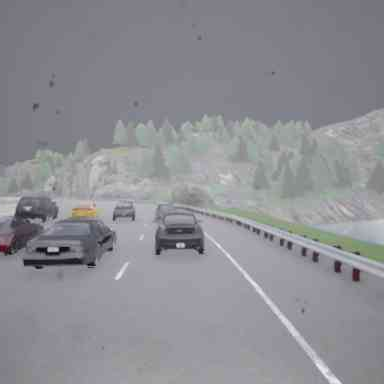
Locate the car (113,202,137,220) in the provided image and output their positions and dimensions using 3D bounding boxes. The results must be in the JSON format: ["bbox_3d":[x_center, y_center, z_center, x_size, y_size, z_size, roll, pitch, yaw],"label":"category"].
[{"bbox_3d":[-5.947,1.670,29.533,2.128,1.511,4.902,0,0,-9],"label":"car"}]

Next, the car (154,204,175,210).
[{"bbox_3d":[-2.137,1.710,27.878,2.033,1.411,5.357,0,0,-8],"label":"car"}]

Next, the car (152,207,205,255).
[{"bbox_3d":[-0.567,1.586,13.833,1.837,1.490,4.892,0,0,-4],"label":"car"}]

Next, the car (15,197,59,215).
[{"bbox_3d":[-12.714,1.401,27.556,2.150,2.045,5.566,0,0,-9],"label":"car"}]

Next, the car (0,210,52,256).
[{"bbox_3d":[-7.567,1.655,13.585,1.994,1.385,4.181,0,0,-4],"label":"car"}]

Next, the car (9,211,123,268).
[{"bbox_3d":[-3.901,1.620,11.504,2.033,1.411,5.357,0,0,-3],"label":"car"}]

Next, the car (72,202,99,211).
[{"bbox_3d":[-9.604,1.665,30.231,1.882,1.535,5.008,0,0,-9],"label":"car"}]
